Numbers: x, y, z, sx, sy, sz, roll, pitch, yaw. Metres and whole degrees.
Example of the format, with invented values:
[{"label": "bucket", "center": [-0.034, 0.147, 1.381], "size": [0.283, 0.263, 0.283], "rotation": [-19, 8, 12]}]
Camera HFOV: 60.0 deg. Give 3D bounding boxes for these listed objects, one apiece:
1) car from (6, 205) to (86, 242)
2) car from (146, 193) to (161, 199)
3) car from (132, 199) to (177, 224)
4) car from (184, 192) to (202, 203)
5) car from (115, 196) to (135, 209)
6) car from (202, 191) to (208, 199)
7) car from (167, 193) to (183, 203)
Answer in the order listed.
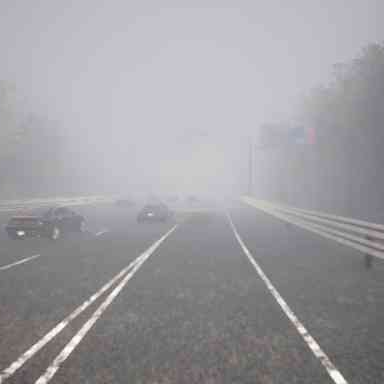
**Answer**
[{"label": "car", "center": [-6.622, 1.376, 15.692], "size": [1.837, 1.490, 4.892], "rotation": [0, 0, 4]}, {"label": "car", "center": [-6.808, 0.987, 59.023], "size": [2.097, 1.767, 4.553], "rotation": [0, 0, 4]}, {"label": "car", "center": [-2.525, 1.420, 23.435], "size": [1.994, 1.385, 4.181], "rotation": [0, 0, 4]}, {"label": "car", "center": [0.162, 1.167, 58.449], "size": [1.882, 1.535, 5.008], "rotation": [0, 0, 4]}, {"label": "car", "center": [-8.181, 1.246, 41.150], "size": [1.812, 1.442, 4.674], "rotation": [0, 0, 4]}, {"label": "car", "center": [2.436, 0.947, 88.026], "size": [2.097, 1.767, 4.553], "rotation": [0, 0, 4]}, {"label": "car", "center": [-3.324, 1.154, 58.767], "size": [2.128, 1.511, 4.902], "rotation": [0, 0, 4]}]
